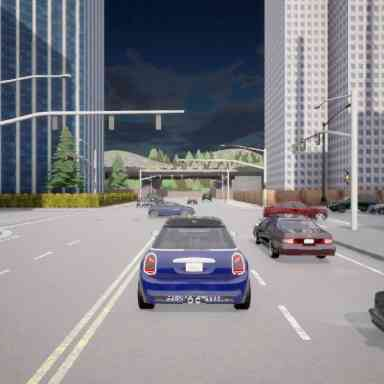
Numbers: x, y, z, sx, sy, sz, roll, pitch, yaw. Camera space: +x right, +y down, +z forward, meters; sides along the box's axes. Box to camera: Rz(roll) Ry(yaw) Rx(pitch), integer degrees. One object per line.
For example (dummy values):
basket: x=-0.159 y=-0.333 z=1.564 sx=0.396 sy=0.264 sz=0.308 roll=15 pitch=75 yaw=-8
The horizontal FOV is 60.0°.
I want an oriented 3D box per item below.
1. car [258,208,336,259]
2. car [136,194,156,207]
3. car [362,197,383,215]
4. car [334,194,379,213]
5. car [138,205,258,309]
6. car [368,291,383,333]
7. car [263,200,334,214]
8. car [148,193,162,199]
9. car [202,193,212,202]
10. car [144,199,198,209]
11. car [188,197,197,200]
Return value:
car: x=3.602 y=1.547 z=12.641 sx=2.033 sy=1.411 sz=5.357 roll=0 pitch=0 yaw=1
car: x=-7.127 y=1.491 z=49.781 sx=2.128 sy=1.511 sz=4.902 roll=0 pitch=0 yaw=0
car: x=19.999 y=1.526 z=33.089 sx=4.674 sy=1.442 sz=1.812 roll=0 pitch=0 yaw=0
car: x=17.820 y=1.221 z=36.622 sx=5.566 sy=2.045 sz=2.150 roll=0 pitch=0 yaw=0
car: x=0.054 y=1.352 z=8.012 sx=2.097 sy=1.767 sz=4.553 roll=0 pitch=0 yaw=0
car: x=3.599 y=1.547 z=2.573 sx=2.033 sy=1.411 sz=5.357 roll=0 pitch=0 yaw=0
car: x=7.998 y=1.477 z=25.892 sx=5.008 sy=1.535 sz=1.882 roll=0 pitch=0 yaw=-1
car: x=-7.110 y=1.221 z=59.648 sx=2.150 sy=2.045 sz=5.566 roll=0 pitch=0 yaw=0
car: x=3.450 y=1.202 z=77.733 sx=2.150 sy=2.045 sz=5.566 roll=0 pitch=0 yaw=0
car: x=-1.818 y=1.564 z=29.250 sx=4.181 sy=1.385 sz=1.994 roll=0 pitch=0 yaw=-1
car: x=0.061 y=1.600 z=62.039 sx=1.895 sy=1.301 sz=4.718 roll=0 pitch=0 yaw=0
